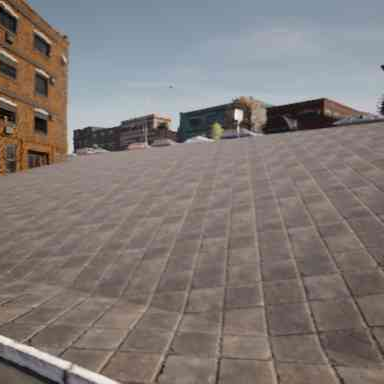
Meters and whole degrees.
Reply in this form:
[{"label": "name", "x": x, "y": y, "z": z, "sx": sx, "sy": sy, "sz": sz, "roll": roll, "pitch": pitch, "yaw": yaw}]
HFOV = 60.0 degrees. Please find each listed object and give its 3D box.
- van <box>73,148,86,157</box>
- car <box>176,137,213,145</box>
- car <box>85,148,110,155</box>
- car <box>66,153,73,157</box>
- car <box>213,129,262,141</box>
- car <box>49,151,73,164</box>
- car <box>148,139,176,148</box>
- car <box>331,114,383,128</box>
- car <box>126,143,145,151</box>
[{"label": "van", "x": -17.522, "y": -6.197, "z": 55.089, "sx": 1.878, "sy": 1.987, "sz": 4.442, "roll": 0, "pitch": 2, "yaw": -42}, {"label": "car", "x": 0.877, "y": -5.010, "z": 34.533, "sx": 2.002, "sy": 1.452, "sz": 4.674, "roll": 0, "pitch": 2, "yaw": -42}, {"label": "car", "x": -13.930, "y": -5.799, "z": 51.073, "sx": 2.231, "sy": 1.521, "sz": 4.892, "roll": 0, "pitch": 2, "yaw": -42}, {"label": "car", "x": -21.290, "y": -6.105, "z": 59.297, "sx": 2.002, "sy": 1.452, "sz": 4.674, "roll": 0, "pitch": 1, "yaw": -42}, {"label": "car", "x": 4.543, "y": -4.984, "z": 30.439, "sx": 2.185, "sy": 1.767, "sz": 4.553, "roll": 0, "pitch": 2, "yaw": -42}, {"label": "car", "x": -24.942, "y": -6.559, "z": 63.378, "sx": 2.435, "sy": 2.045, "sz": 5.566, "roll": 0, "pitch": 1, "yaw": -42}, {"label": "car", "x": -2.902, "y": -5.373, "z": 38.756, "sx": 2.185, "sy": 1.767, "sz": 4.553, "roll": 0, "pitch": 2, "yaw": -42}, {"label": "car", "x": 11.833, "y": -4.474, "z": 22.294, "sx": 2.231, "sy": 1.521, "sz": 4.892, "roll": 0, "pitch": 2, "yaw": -42}, {"label": "car", "x": -6.582, "y": -5.561, "z": 42.867, "sx": 2.185, "sy": 1.767, "sz": 4.553, "roll": 0, "pitch": 2, "yaw": -42}]
